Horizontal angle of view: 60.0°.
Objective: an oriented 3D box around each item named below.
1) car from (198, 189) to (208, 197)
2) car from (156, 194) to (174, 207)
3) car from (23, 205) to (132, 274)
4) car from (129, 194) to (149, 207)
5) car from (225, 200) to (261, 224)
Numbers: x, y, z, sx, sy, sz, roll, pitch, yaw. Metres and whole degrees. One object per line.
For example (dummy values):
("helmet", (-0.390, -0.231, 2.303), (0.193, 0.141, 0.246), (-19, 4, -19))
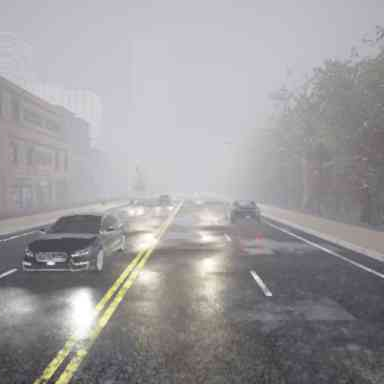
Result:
("car", (3.257, 0.503, 89.060), (1.812, 1.442, 4.674), (0, 1, 0))
("car", (-3.317, 1.040, 41.264), (1.837, 1.490, 4.892), (0, 0, 0))
("car", (-3.299, 1.388, 10.257), (1.837, 1.490, 4.892), (0, 1, 1))
("car", (-6.566, 1.025, 41.397), (2.128, 1.511, 4.902), (0, 0, 0))
("car", (3.352, 1.241, 22.244), (2.128, 1.511, 4.902), (0, 1, 0))
